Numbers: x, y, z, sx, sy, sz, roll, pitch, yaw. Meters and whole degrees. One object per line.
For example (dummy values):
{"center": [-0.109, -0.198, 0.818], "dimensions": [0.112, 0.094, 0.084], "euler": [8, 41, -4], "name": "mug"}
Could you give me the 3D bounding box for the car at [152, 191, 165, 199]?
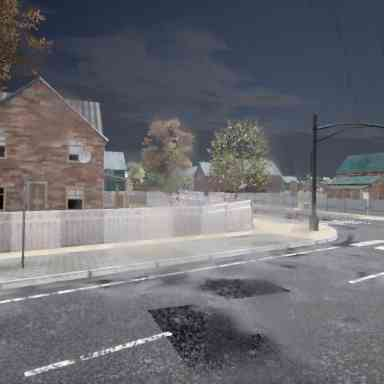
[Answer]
{"center": [-6.225, 0.639, 61.693], "dimensions": [1.812, 1.442, 4.674], "euler": [1, 1, -20], "name": "car"}
